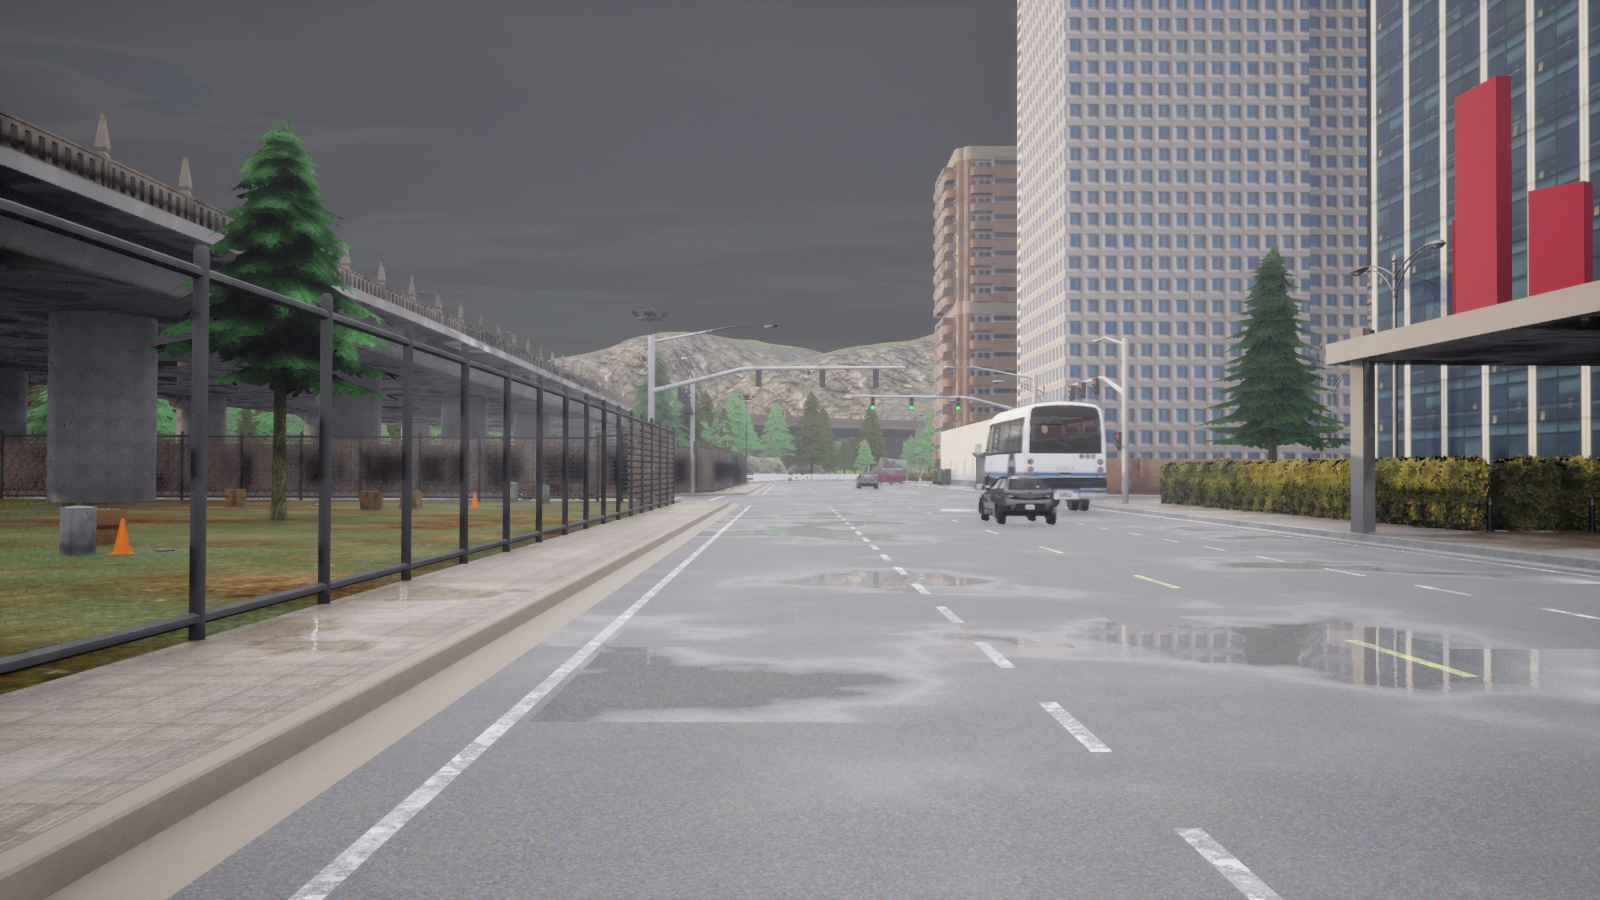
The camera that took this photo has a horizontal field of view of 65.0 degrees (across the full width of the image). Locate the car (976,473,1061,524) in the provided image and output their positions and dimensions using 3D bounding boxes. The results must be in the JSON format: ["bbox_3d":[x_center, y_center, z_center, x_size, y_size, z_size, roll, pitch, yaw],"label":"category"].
[{"bbox_3d":[6.699,1.453,38.920,1.816,1.474,4.193,0,-1,-1],"label":"car"}]

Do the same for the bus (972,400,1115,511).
[{"bbox_3d":[10.060,0.291,53.343,3.944,4.253,10.273,0,-1,-1],"label":"bus"}]

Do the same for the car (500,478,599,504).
[{"bbox_3d":[-12.835,2.102,64.480,4.718,1.301,1.895,0,-1,-1],"label":"car"}]
